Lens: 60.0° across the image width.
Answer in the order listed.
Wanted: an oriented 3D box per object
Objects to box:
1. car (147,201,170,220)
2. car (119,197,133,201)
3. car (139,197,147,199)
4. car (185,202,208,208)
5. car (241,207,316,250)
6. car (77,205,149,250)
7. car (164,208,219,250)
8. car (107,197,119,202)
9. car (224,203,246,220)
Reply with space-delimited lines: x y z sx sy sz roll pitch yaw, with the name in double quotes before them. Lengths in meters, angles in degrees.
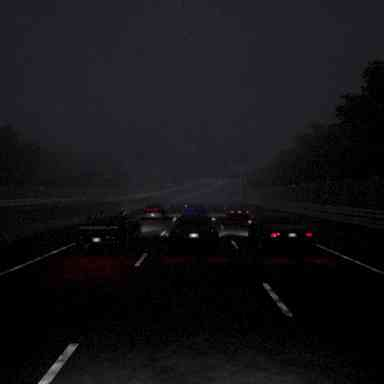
"car" -3.126 1.605 29.321 1.837 1.490 4.892 0 0 1
"car" -14.922 1.829 78.024 1.994 1.385 4.181 0 0 4
"car" -11.432 1.875 77.756 1.895 1.301 4.718 0 0 4
"car" 0.373 1.574 29.233 1.882 1.535 5.008 0 0 1
"car" 3.592 1.585 14.300 2.033 1.411 5.357 0 0 1
"car" -3.407 1.516 14.387 2.128 1.511 4.902 0 0 1
"car" 0.092 1.594 14.344 1.994 1.385 4.181 0 0 1
"car" -18.414 1.813 78.263 2.033 1.411 5.357 0 0 4
"car" 3.872 1.654 29.145 2.033 1.411 5.357 0 0 1
